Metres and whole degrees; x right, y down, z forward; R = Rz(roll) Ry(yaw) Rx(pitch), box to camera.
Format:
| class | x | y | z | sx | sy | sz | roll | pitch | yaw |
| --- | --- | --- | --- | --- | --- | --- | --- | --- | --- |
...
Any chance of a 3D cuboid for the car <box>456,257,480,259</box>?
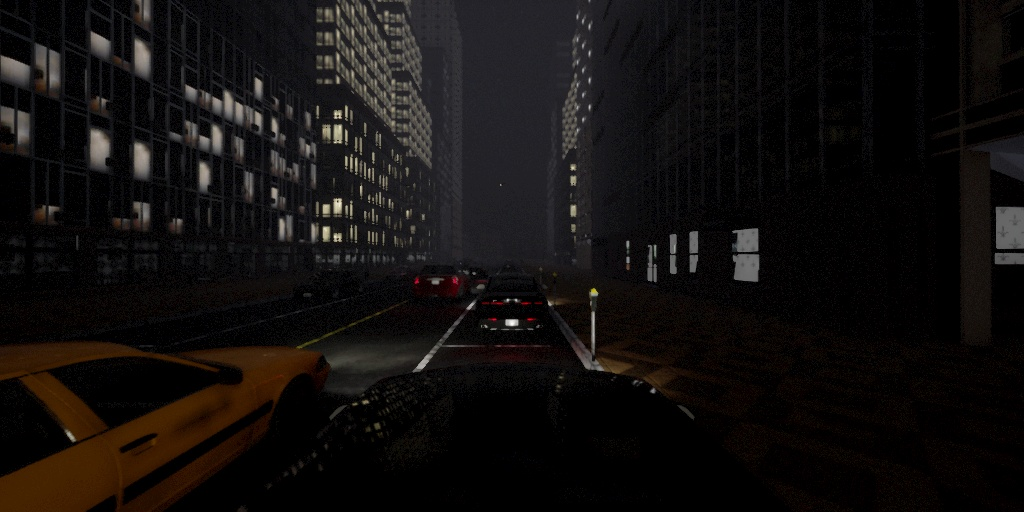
| class | x | y | z | sx | sy | sz | roll | pitch | yaw |
| --- | --- | --- | --- | --- | --- | --- | --- | --- | --- |
| car | -6.148 | 1.079 | 50.464 | 2.097 | 1.767 | 4.553 | 0 | 0 | 0 |

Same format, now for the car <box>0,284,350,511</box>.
| class | x | y | z | sx | sy | sz | roll | pitch | yaw |
| --- | --- | --- | --- | --- | --- | --- | --- | --- | --- |
| car | -3.146 | 1.205 | 2.220 | 1.801 | 1.575 | 5.366 | 0 | 0 | 0 |

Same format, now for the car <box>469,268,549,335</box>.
| class | x | y | z | sx | sy | sz | roll | pitch | yaw |
| --- | --- | --- | --- | --- | --- | --- | --- | --- | --- |
| car | 0.000 | 1.253 | 10.499 | 1.837 | 1.490 | 4.892 | 0 | 0 | 0 |

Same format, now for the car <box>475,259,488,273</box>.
| class | x | y | z | sx | sy | sz | roll | pitch | yaw |
| --- | --- | --- | --- | --- | --- | --- | --- | --- | --- |
| car | -3.140 | 1.267 | 32.164 | 1.812 | 1.442 | 4.674 | 0 | 0 | 0 |

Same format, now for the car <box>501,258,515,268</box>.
| class | x | y | z | sx | sy | sz | roll | pitch | yaw |
| --- | --- | --- | --- | --- | --- | --- | --- | --- | --- |
| car | -0.455 | 1.298 | 46.099 | 1.948 | 1.339 | 4.313 | 0 | 0 | 0 |

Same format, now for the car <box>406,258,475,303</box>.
| class | x | y | z | sx | sy | sz | roll | pitch | yaw |
| --- | --- | --- | --- | --- | --- | --- | --- | --- | --- |
| car | -3.143 | 1.098 | 16.865 | 2.097 | 1.767 | 4.553 | 0 | 0 | 0 |

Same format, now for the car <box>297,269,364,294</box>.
| class | x | y | z | sx | sy | sz | roll | pitch | yaw |
| --- | --- | --- | --- | --- | --- | --- | --- | --- | --- |
| car | -8.836 | 1.313 | 17.650 | 1.948 | 1.339 | 4.313 | 0 | 0 | 0 |

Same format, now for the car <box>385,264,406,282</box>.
| class | x | y | z | sx | sy | sz | roll | pitch | yaw |
| --- | --- | --- | --- | --- | --- | --- | --- | --- | --- |
| car | -8.835 | 1.324 | 29.033 | 1.802 | 1.307 | 4.207 | 0 | 0 | 0 |
